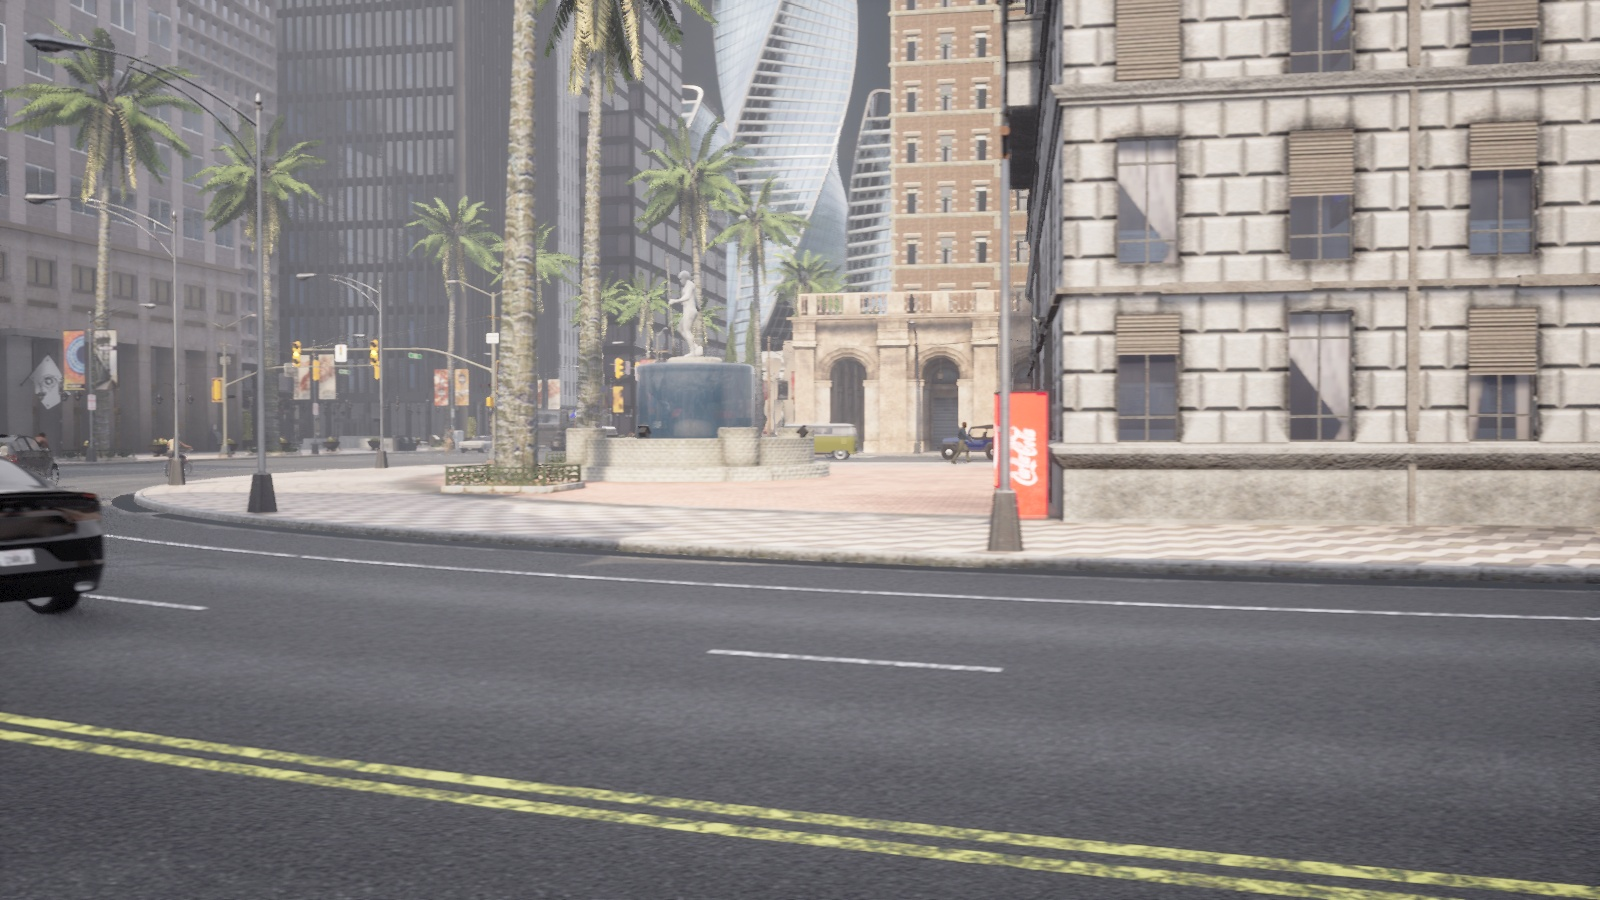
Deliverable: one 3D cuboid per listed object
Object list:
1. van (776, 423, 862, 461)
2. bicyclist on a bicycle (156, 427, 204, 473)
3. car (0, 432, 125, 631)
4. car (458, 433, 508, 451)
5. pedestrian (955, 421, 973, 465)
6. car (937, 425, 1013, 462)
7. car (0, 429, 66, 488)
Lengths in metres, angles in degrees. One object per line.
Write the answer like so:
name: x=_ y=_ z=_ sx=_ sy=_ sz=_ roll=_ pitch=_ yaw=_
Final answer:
van: x=1.043 y=-0.454 z=68.009 sx=4.442 sy=1.987 sz=1.775 roll=0 pitch=1 yaw=10
bicyclist on a bicycle: x=-22.233 y=-0.013 z=45.058 sx=0.866 sy=1.612 sz=1.509 roll=1 pitch=1 yaw=8
car: x=-8.302 y=0.603 z=11.017 sx=5.008 sy=1.535 sz=1.882 roll=1 pitch=1 yaw=31
car: x=-24.031 y=-0.624 z=95.381 sx=1.895 sy=1.301 sz=4.718 roll=0 pitch=1 yaw=10
pedestrian: x=6.853 y=-0.288 z=52.342 sx=0.726 sy=1.835 sz=0.370 roll=0 pitch=1 yaw=8
car: x=9.288 y=-0.356 z=66.565 sx=3.866 sy=1.878 sz=1.905 roll=0 pitch=1 yaw=10
car: x=-21.843 y=0.189 z=34.667 sx=1.789 sy=1.549 sz=3.705 roll=0 pitch=1 yaw=-15
